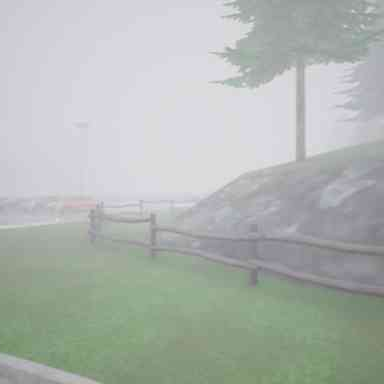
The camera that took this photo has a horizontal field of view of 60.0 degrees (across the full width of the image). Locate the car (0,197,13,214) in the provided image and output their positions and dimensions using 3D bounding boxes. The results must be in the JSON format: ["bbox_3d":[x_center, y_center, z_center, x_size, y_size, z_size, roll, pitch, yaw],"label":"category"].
[{"bbox_3d":[-16.995,1.230,32.565,1.882,1.535,5.008,0,1,30],"label":"car"}]

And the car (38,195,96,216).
[{"bbox_3d":[-10.705,1.101,29.469,2.097,1.767,4.553,0,1,30],"label":"car"}]

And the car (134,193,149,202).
[{"bbox_3d":[-7.712,0.952,55.813,2.128,1.511,4.902,0,1,30],"label":"car"}]

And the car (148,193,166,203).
[{"bbox_3d":[-4.504,1.057,54.363,1.895,1.301,4.718,0,1,30],"label":"car"}]

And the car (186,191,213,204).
[{"bbox_3d":[1.563,0.810,50.875,2.097,1.767,4.553,0,1,30],"label":"car"}]

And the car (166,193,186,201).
[{"bbox_3d":[-1.630,0.968,52.346,1.837,1.490,4.892,0,0,30],"label":"car"}]

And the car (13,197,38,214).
[{"bbox_3d":[-13.761,1.101,31.171,2.097,1.767,4.553,0,1,30],"label":"car"}]
